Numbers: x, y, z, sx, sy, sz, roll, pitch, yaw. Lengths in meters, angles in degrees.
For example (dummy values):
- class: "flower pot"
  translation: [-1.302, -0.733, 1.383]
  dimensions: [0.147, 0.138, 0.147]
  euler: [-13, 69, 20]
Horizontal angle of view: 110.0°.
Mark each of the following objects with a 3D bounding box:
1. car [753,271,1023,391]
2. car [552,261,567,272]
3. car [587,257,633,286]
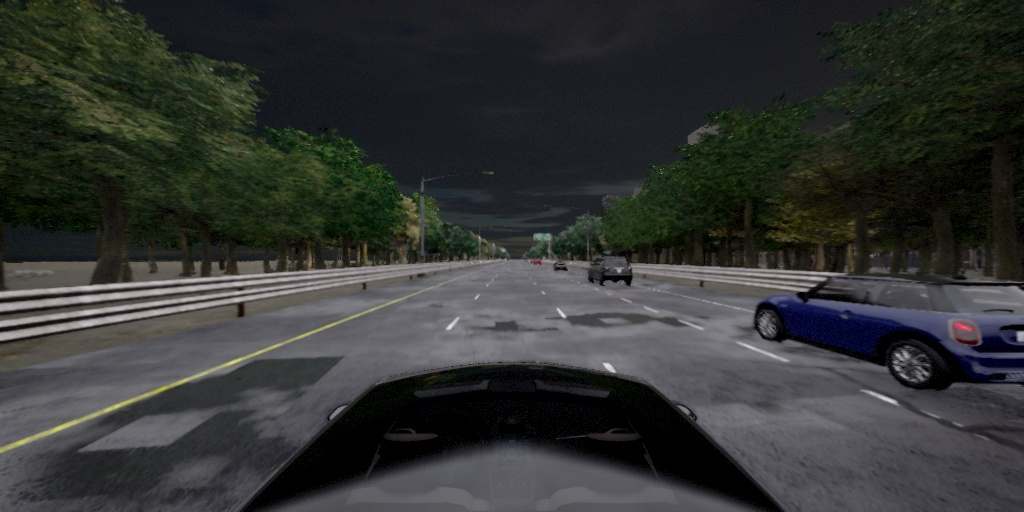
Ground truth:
- class: "car"
  translation: [6.996, 1.112, 6.982]
  dimensions: [2.097, 1.767, 4.553]
  euler: [0, 0, 0]
- class: "car"
  translation: [7.116, 1.549, 53.880]
  dimensions: [1.837, 1.490, 4.892]
  euler: [0, 0, 0]
- class: "car"
  translation: [7.015, 1.068, 26.120]
  dimensions: [2.150, 2.045, 5.566]
  euler: [0, 0, 0]
